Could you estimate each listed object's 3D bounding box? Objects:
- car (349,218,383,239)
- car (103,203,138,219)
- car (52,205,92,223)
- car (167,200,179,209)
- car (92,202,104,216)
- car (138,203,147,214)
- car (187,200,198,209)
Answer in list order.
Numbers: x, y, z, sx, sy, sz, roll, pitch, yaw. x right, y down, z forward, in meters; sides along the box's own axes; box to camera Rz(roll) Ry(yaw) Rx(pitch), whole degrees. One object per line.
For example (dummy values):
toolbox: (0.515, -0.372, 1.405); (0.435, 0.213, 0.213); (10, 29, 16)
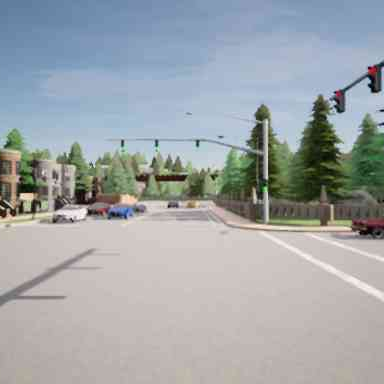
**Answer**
car: (11.190, 1.820, 18.019); (4.718, 1.301, 1.895); (0, -1, 2)
car: (-7.092, 1.883, 33.519); (1.882, 1.535, 5.008); (0, -1, 0)
car: (-10.593, 1.879, 29.187); (1.812, 1.442, 4.674); (0, -1, 0)
car: (-3.398, 2.218, 60.112); (2.128, 1.511, 4.902); (0, -1, 0)
car: (-10.584, 1.940, 38.239); (1.882, 1.535, 5.008); (0, -1, 0)
car: (-7.063, 2.090, 43.505); (1.994, 1.385, 4.181); (0, -1, 0)
car: (0.105, 2.203, 60.057); (1.882, 1.535, 5.008); (0, -1, 0)
